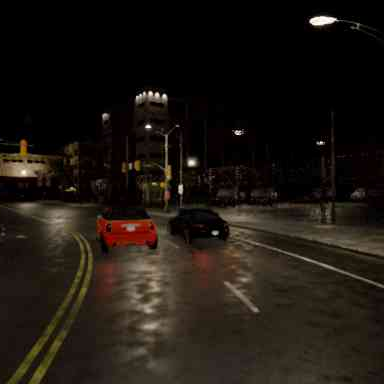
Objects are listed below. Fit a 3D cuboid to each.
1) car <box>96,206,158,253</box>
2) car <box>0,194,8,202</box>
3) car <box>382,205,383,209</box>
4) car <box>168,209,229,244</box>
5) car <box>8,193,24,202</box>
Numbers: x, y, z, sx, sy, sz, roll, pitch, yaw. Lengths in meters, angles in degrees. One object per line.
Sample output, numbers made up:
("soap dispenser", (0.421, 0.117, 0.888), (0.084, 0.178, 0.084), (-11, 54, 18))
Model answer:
("car", (-2.897, 1.359, 14.101), (2.097, 1.767, 4.553), (0, 0, -19))
("car", (-47.239, 1.403, 81.461), (2.150, 2.045, 5.566), (0, 0, -34))
("car", (22.844, 1.302, 38.484), (2.002, 1.452, 4.674), (0, 0, -35))
("car", (0.212, 1.519, 15.912), (1.812, 1.442, 4.674), (0, 0, -19))
("car", (-44.334, 1.704, 83.415), (2.033, 1.411, 5.357), (0, 0, -34))
